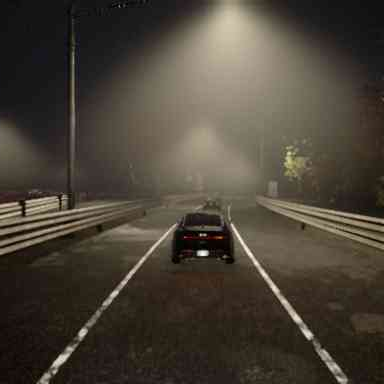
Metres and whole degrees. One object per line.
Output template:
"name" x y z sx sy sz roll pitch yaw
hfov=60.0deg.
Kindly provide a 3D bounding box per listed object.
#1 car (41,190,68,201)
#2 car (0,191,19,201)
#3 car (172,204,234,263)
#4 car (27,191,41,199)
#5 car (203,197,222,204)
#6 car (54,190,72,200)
"car" -20.122 0.583 49.057 2.033 1.411 5.357 0 1 -11
"car" -27.333 0.524 49.392 1.812 1.442 4.674 0 1 -11
"car" 0.390 1.393 11.511 1.837 1.490 4.892 0 1 2
"car" -24.341 0.568 52.233 1.895 1.301 4.718 0 1 -11
"car" 2.176 1.196 34.978 2.033 1.411 5.357 0 1 7
"car" -21.626 0.413 55.954 2.128 1.511 4.902 0 1 -11
